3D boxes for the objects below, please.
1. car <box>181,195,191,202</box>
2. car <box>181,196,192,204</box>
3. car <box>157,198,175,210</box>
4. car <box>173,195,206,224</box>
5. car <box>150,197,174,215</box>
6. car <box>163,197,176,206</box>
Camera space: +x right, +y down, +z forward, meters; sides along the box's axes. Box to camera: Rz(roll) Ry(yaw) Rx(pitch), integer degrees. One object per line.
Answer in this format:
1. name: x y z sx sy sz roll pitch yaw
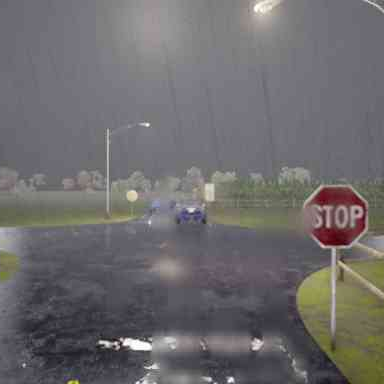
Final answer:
1. car: -1.405 1.440 73.793 2.128 1.511 4.902 0 0 -2
2. car: -1.059 1.496 64.008 1.994 1.385 4.181 0 0 -2
3. car: -3.375 1.508 43.921 2.033 1.411 5.357 0 0 -1
4. car: -0.089 1.332 24.899 2.097 1.767 4.553 0 0 -1
5. car: -3.180 1.451 33.963 1.882 1.535 5.008 0 0 -1
6. car: -3.594 1.548 54.032 1.895 1.301 4.718 0 0 -1
